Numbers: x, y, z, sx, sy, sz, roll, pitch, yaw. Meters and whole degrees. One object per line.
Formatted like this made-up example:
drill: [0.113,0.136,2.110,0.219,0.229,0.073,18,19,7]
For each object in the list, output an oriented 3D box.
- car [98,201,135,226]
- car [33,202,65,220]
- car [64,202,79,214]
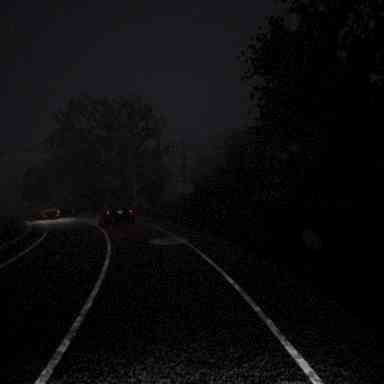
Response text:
car: [-5.779,1.459,24.874,2.097,1.767,4.553,-2,0,-23]
car: [-15.130,1.998,34.438,1.882,1.535,5.008,-4,0,-35]
car: [-15.138,1.948,40.066,2.128,1.511,4.902,-4,1,-38]
